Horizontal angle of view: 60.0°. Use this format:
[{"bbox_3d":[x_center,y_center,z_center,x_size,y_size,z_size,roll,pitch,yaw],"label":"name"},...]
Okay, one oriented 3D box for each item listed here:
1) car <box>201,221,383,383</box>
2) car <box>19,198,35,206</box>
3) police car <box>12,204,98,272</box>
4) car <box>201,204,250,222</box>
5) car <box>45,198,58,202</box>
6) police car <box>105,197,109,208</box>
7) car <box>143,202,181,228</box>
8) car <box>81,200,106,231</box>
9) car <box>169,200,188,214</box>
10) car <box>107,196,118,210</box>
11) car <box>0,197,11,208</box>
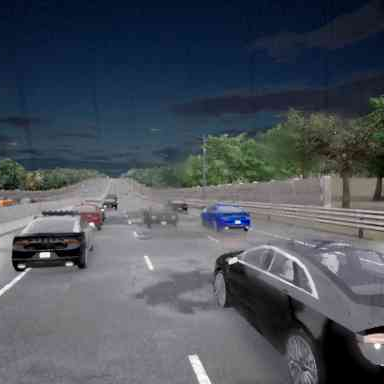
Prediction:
[{"bbox_3d":[1.759,1.490,5.195,2.128,1.511,4.902,0,0,-13],"label":"car"},{"bbox_3d":[-28.306,1.795,57.281,1.812,1.442,4.674,0,0,-12],"label":"car"},{"bbox_3d":[-4.364,1.425,11.086,1.930,1.638,5.238,0,0,-13],"label":"police car"},{"bbox_3d":[1.898,1.494,20.231,1.882,1.535,5.008,0,0,-13],"label":"car"},{"bbox_3d":[-25.308,1.834,59.949,2.033,1.411,5.357,0,0,-12],"label":"car"},{"bbox_3d":[-7.948,1.470,26.694,1.930,1.638,5.238,0,0,-13],"label":"police car"},{"bbox_3d":[-2.259,1.627,22.701,1.895,1.301,4.718,0,0,-13],"label":"car"},{"bbox_3d":[-6.579,1.499,20.734,1.882,1.535,5.008,0,0,-13],"label":"car"},{"bbox_3d":[-1.772,1.568,36.224,1.882,1.535,5.008,0,-1,-13],"label":"car"},{"bbox_3d":[-11.114,1.634,45.192,1.882,1.535,5.008,0,0,-13],"label":"car"},{"bbox_3d":[-31.144,1.597,53.934,2.097,1.767,4.553,0,0,-12],"label":"car"}]
